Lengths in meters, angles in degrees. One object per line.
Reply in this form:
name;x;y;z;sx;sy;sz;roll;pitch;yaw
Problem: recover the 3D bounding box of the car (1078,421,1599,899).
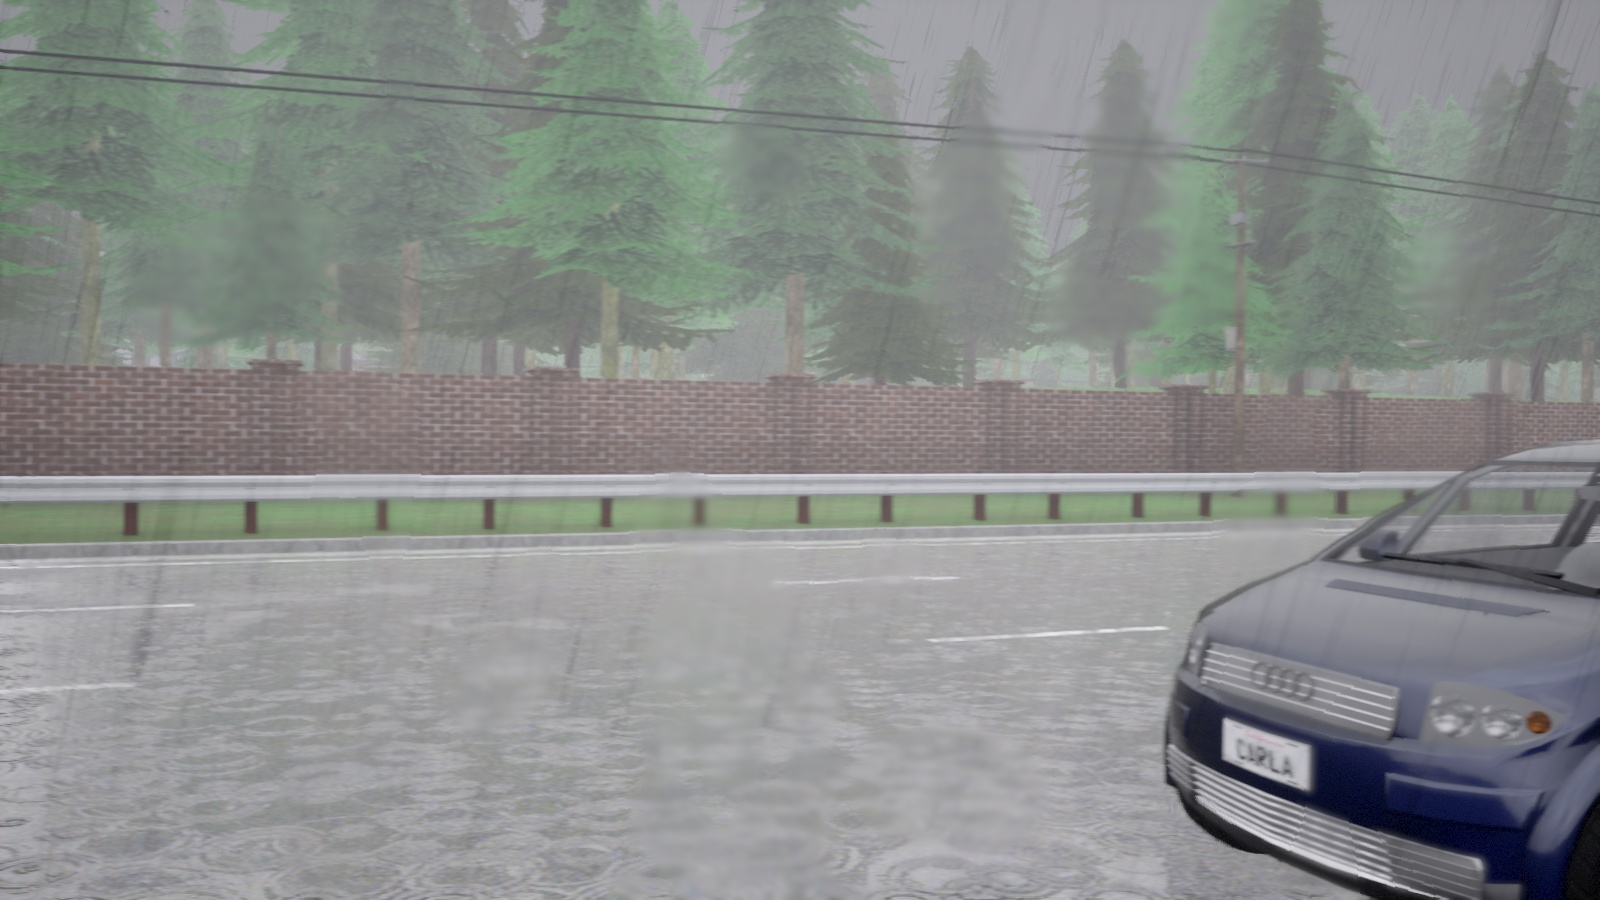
car;3.070;0.672;4.404;3.705;1.549;1.789;-1;1;-21
